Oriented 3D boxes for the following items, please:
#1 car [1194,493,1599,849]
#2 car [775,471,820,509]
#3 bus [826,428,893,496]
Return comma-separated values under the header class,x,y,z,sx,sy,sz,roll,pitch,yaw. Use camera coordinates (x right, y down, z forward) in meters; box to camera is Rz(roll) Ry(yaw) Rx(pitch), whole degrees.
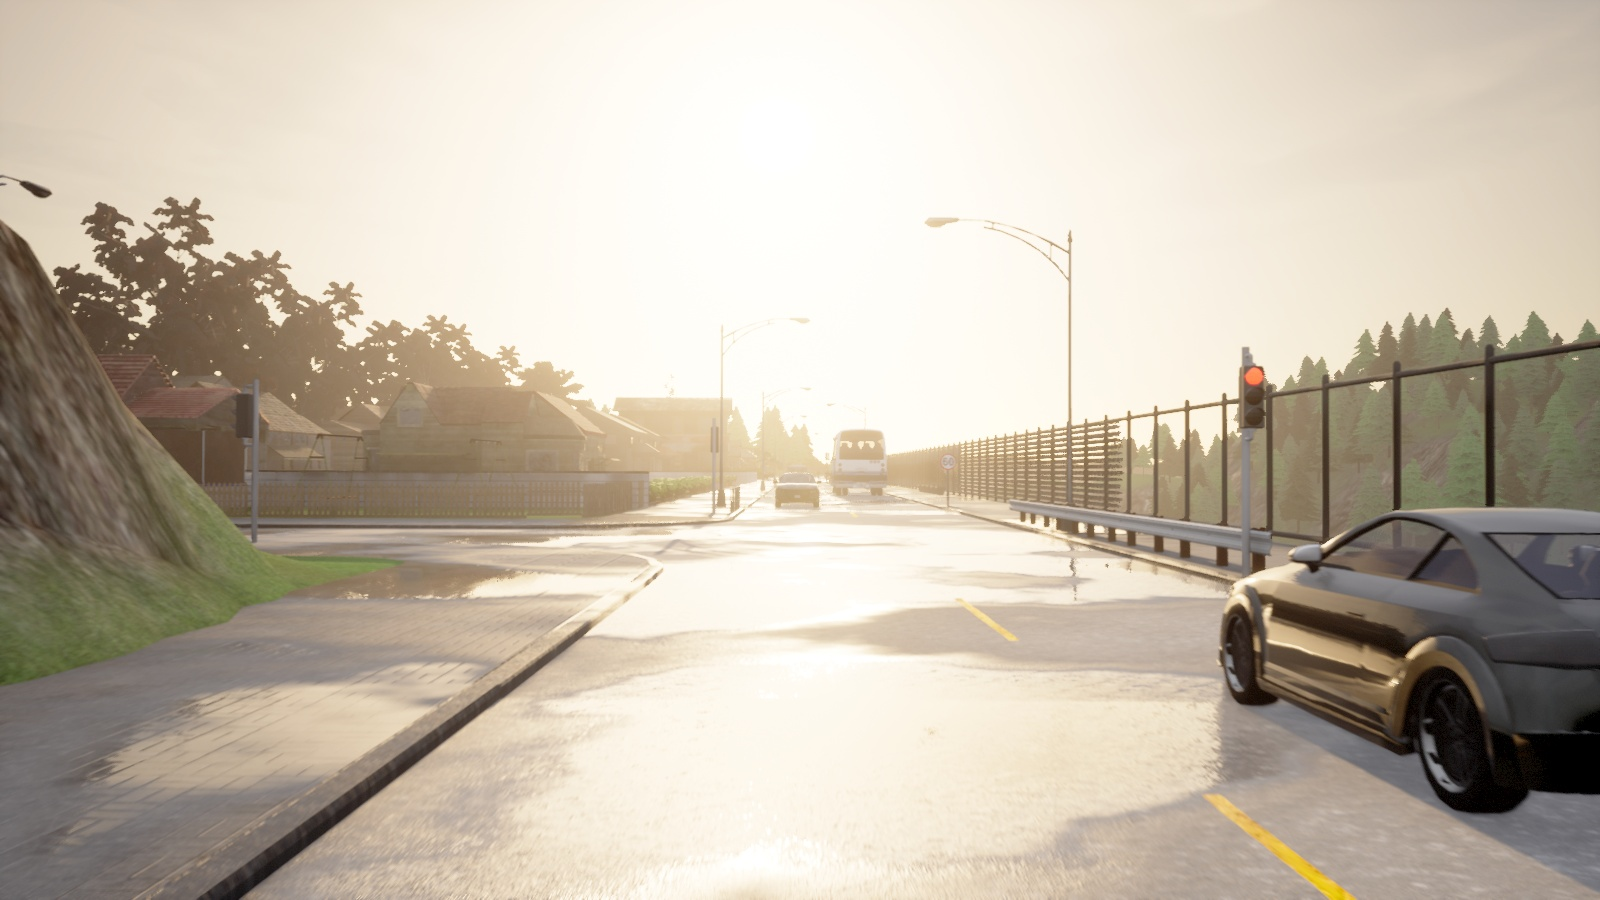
class,x,y,z,sx,sy,sz,roll,pitch,yaw
car,3.952,0.985,7.288,1.994,1.385,4.181,0,-1,0
car,-0.109,1.707,54.634,1.882,1.535,5.008,0,-1,0
bus,3.825,0.825,83.782,3.944,4.253,10.273,0,-1,0
